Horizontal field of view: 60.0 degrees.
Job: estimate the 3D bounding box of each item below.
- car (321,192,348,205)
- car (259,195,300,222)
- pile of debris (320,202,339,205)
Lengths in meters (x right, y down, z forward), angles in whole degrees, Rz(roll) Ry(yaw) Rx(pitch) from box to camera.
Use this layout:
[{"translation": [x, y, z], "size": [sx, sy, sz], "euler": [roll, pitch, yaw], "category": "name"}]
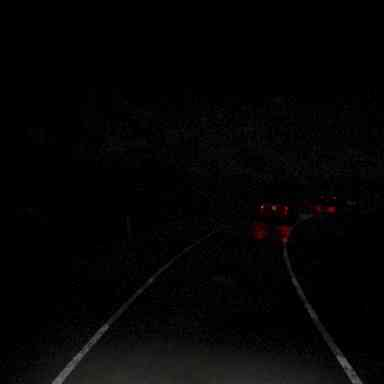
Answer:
[{"translation": [16.680, 0.686, 38.924], "size": [1.812, 1.442, 4.674], "euler": [5, 5, 42], "category": "car"}, {"translation": [6.315, 1.030, 23.677], "size": [2.097, 1.767, 4.553], "euler": [3, 2, 26], "category": "car"}, {"translation": [16.067, 1.331, 38.796], "size": [1.500, 0.140, 1.860], "euler": [5, 5, 41], "category": "pile of debris"}]
